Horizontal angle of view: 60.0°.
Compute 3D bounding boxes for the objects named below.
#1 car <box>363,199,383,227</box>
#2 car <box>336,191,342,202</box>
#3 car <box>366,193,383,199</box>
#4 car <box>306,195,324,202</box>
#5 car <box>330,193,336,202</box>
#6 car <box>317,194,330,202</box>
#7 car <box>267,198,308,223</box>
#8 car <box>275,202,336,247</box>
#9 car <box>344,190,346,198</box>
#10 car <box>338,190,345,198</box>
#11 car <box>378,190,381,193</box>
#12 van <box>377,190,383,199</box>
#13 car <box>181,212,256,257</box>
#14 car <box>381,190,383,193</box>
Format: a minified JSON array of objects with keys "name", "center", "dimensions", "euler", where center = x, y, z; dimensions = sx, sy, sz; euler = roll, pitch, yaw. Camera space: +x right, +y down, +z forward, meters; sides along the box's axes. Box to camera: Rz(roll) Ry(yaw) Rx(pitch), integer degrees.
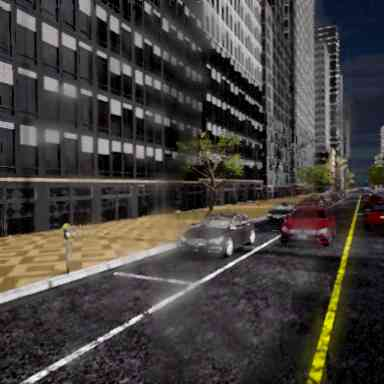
[{"name":"car","center":[11.558,1.332,20.186],"dimensions":[1.994,1.385,4.181],"euler":[0,1,28]},{"name":"car","center":[24.505,0.972,58.028],"dimensions":[1.947,1.339,4.313],"euler":[-1,0,27]},{"name":"car","center":[19.285,1.126,35.210],"dimensions":[1.812,1.442,4.674],"euler":[0,0,27]},{"name":"car","center":[11.526,1.269,32.748],"dimensions":[1.802,1.307,4.206],"euler":[-1,0,27]},{"name":"car","center":[19.236,1.046,47.764],"dimensions":[1.752,1.417,4.829],"euler":[-1,0,27]},{"name":"car","center":[14.120,1.072,37.803],"dimensions":[1.967,1.590,4.097],"euler":[-1,0,27]},{"name":"car","center":[6.334,1.350,22.636],"dimensions":[2.008,1.369,4.403],"euler":[-1,0,27]},{"name":"car","center":[5.178,1.388,14.476],"dimensions":[1.812,1.442,4.674],"euler":[0,0,27]},{"name":"car","center":[34.887,0.618,78.251],"dimensions":[1.967,1.590,4.097],"euler":[-1,0,27]},{"name":"car","center":[29.697,0.843,68.139],"dimensions":[2.008,1.369,4.403],"euler":[-1,0,27]},{"name":"car","center":[31.958,0.803,54.199],"dimensions":[1.967,1.590,4.097],"euler":[-1,0,27]},{"name":"van","center":[39.744,0.533,69.366],"dimensions":[1.690,1.788,3.998],"euler":[-1,0,27]},{"name":"car","center":[1.142,1.462,12.524],"dimensions":[2.008,1.369,4.403],"euler":[-1,0,27]},{"name":"car","center":[26.765,0.791,44.088],"dimensions":[2.192,1.841,5.009],"euler":[-1,0,27]}]
